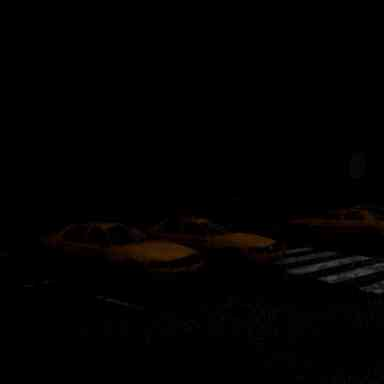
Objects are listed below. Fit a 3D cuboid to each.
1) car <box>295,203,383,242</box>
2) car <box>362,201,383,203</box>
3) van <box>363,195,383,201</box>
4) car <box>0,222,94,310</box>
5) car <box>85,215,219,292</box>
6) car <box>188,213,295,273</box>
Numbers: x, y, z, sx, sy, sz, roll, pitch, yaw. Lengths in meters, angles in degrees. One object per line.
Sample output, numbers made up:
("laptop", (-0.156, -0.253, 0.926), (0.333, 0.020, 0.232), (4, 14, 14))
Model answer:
("car", (7.284, 1.482, 16.284), (5.366, 1.575, 1.946), (-1, 0, 34))
("car", (9.863, 1.451, 17.953), (5.008, 1.535, 2.097), (-1, -1, 34))
("van", (12.182, 1.190, 19.771), (4.442, 1.987, 1.878), (-1, 0, 34))
("car", (-4.759, 1.486, 7.422), (4.892, 1.521, 2.231), (-1, -1, 34))
("car", (-2.162, 1.481, 9.059), (5.366, 1.575, 1.946), (-1, -1, 34))
("car", (0.276, 1.482, 10.809), (5.366, 1.575, 1.946), (-1, -1, 34))
